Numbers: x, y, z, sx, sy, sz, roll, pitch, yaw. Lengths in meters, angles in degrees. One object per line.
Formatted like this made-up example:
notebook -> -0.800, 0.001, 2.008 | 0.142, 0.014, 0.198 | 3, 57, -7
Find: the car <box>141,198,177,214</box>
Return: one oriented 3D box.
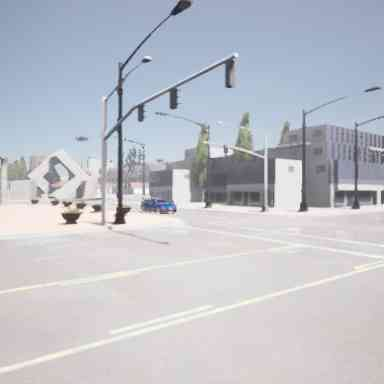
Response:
car -> -3.386, 1.352, 33.652 | 1.882, 1.535, 5.008 | 0, 1, -35
